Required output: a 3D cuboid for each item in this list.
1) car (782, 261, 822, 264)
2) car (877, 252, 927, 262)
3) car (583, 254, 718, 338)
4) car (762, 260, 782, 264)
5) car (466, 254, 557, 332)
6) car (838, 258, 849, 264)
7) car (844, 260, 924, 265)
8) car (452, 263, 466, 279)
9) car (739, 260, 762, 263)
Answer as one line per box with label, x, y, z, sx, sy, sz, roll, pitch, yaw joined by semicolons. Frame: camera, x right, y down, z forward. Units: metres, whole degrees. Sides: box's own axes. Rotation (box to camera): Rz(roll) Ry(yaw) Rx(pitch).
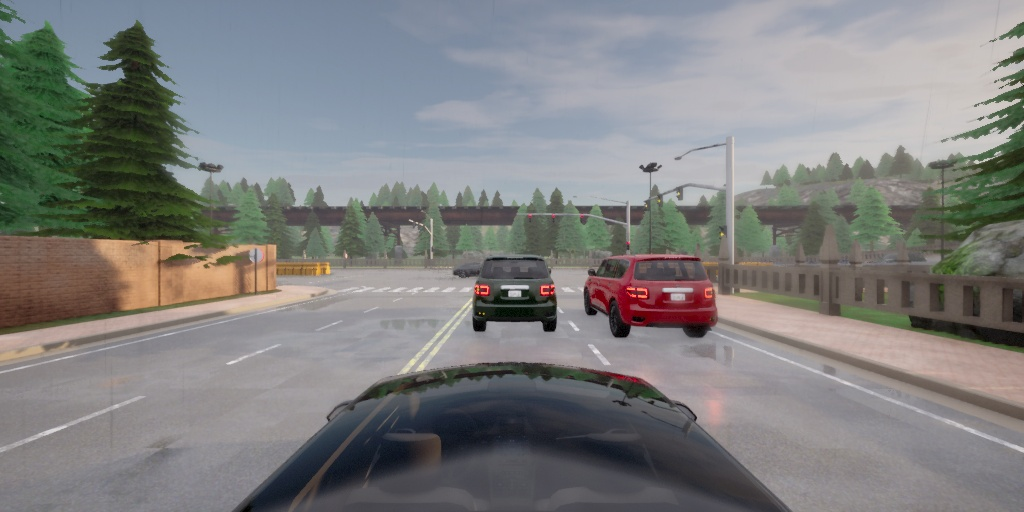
car;34.747;1.302;42.021;4.181;1.385;1.994;0;0;0
car;45.143;0.669;42.006;5.566;2.045;2.150;-3;0;-1
car;3.571;0.971;10.344;2.150;2.045;5.566;0;0;0
car;31.383;1.297;45.541;5.357;1.411;2.033;0;0;0
car;0.071;0.971;11.021;2.150;2.045;5.566;0;0;0
car;41.762;1.081;45.505;4.902;1.511;2.128;-2;0;0
car;32.418;1.274;31.328;4.674;1.442;1.812;0;0;0
car;-2.892;1.275;31.507;4.674;1.442;1.812;0;0;0
car;25.834;1.241;42.051;4.902;1.511;2.128;0;0;0
